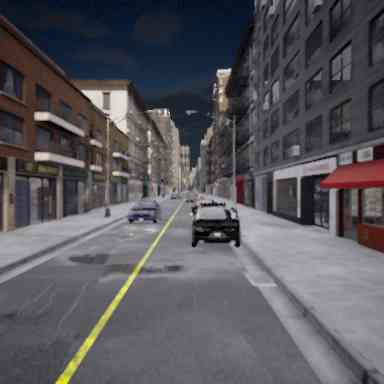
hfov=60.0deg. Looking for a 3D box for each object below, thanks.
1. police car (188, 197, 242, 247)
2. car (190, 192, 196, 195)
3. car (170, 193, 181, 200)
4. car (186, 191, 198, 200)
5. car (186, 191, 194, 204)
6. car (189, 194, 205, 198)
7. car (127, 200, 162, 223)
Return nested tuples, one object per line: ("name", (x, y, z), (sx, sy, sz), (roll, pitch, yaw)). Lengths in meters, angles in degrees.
("police car", (0.900, 1.255, 14.276), (1.930, 1.638, 5.238), (0, 1, 0))
("car", (0.900, 1.104, 30.357), (1.801, 1.575, 5.366), (0, 1, 0))
("car", (-3.029, 0.879, 62.945), (1.994, 1.385, 4.181), (0, 1, 1))
("car", (-0.001, 0.662, 64.290), (2.097, 1.767, 4.553), (0, 0, 0))
("car", (0.004, 0.990, 49.890), (2.033, 1.411, 5.357), (0, 1, 0))
("car", (0.900, 1.195, 24.167), (1.882, 1.535, 5.008), (0, 1, 0))
("car", (-3.099, 1.278, 22.913), (2.033, 1.411, 5.357), (0, 1, 0))
